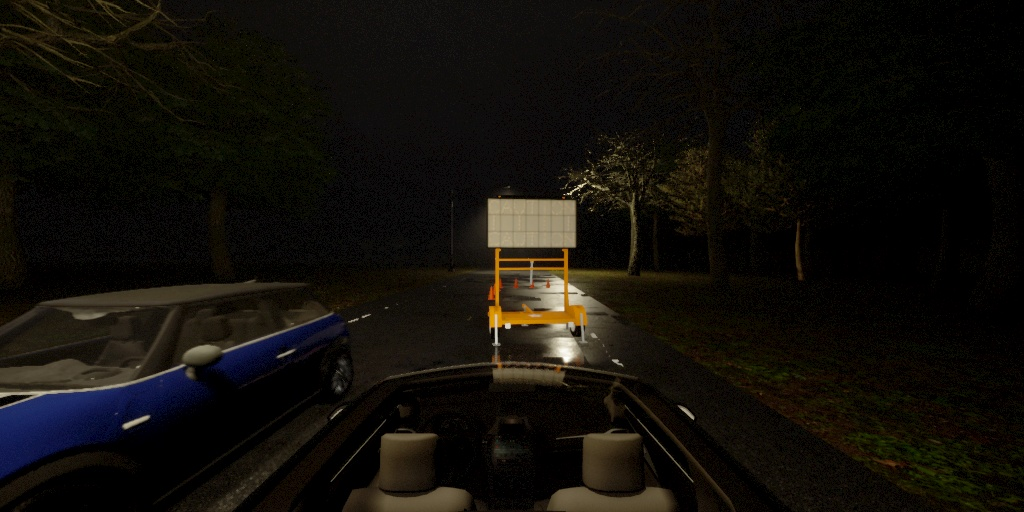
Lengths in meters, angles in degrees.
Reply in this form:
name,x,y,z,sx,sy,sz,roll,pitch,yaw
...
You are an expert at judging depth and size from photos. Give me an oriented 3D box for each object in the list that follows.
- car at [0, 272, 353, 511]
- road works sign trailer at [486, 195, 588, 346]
name,x,y,z,sx,sy,sz,roll,pitch,yaw
car,-3.403,1.101,3.298,2.097,1.767,4.553,0,0,2
road works sign trailer,0.505,0.212,9.513,2.380,3.560,2.880,0,0,-6
